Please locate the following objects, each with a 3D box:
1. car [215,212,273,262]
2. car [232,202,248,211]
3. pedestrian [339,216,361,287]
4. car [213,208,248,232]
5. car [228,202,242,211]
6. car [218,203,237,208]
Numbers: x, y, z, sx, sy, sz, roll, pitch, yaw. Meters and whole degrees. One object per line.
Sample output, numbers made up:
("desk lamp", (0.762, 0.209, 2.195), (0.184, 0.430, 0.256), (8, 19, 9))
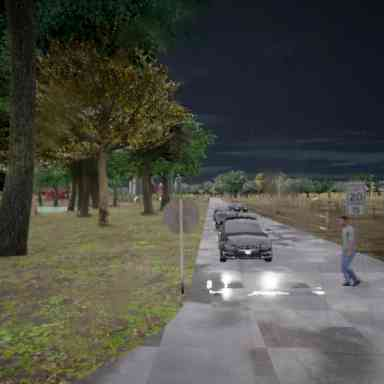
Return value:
("car", (1.988, 1.786, 13.421), (1.837, 1.490, 4.892), (-1, -1, 3))
("car", (6.900, 2.351, 47.899), (1.895, 1.301, 4.718), (-1, -1, 3))
("pedestrian", (4.012, 1.450, 8.410), (0.375, 1.860, 0.375), (-2, 0, 3))
("car", (2.547, 2.037, 23.243), (1.895, 1.301, 4.718), (-1, -1, 3))
("car", (7.473, 2.461, 58.051), (1.994, 1.385, 4.181), (-1, -1, 3))
("car", (3.146, 2.155, 33.398), (1.994, 1.385, 4.181), (-1, -1, 5))
